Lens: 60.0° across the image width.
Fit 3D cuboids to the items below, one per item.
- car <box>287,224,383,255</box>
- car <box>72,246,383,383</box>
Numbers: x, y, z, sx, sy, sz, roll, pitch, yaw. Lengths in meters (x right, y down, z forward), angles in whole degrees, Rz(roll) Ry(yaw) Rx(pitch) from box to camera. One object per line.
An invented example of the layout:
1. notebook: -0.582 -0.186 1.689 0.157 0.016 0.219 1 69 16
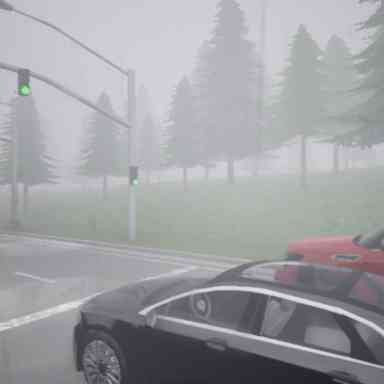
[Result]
1. car: 4.176 1.218 5.313 5.566 2.045 2.150 -1 0 35
2. car: 0.745 1.503 3.462 4.902 1.511 2.128 -1 0 36
